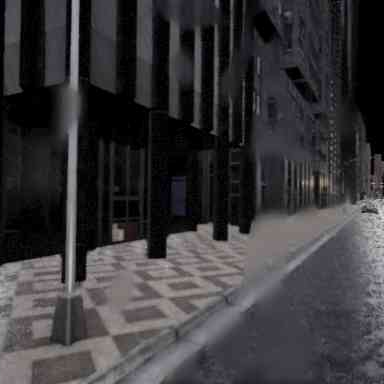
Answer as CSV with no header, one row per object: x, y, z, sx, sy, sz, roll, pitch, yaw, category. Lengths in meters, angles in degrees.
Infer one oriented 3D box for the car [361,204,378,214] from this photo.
25.339,2.420,47.441,1.994,1.385,4.181,0,-1,29,car
